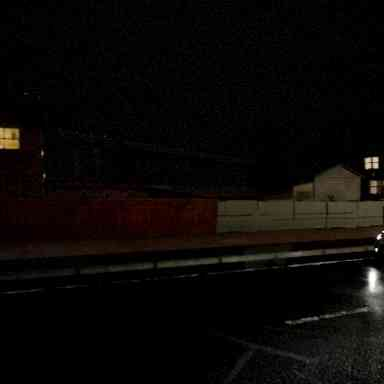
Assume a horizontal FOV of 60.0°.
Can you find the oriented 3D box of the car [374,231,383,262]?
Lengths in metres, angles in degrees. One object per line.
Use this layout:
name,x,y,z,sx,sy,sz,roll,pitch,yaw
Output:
car,7.707,1.302,9.907,4.553,1.767,2.097,1,1,-23
